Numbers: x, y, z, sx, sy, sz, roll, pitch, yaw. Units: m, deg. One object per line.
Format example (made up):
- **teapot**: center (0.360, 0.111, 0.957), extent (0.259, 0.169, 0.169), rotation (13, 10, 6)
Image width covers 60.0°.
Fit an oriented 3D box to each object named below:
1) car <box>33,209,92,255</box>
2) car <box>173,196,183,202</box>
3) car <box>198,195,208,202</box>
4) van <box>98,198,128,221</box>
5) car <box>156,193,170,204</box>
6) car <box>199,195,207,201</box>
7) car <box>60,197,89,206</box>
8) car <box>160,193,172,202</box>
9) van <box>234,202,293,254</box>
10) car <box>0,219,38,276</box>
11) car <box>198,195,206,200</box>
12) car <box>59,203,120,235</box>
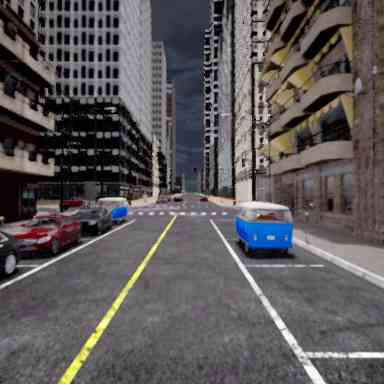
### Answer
- **car**: center (-5.643, 1.572, 13.189), extent (1.802, 1.307, 4.206), rotation (1, 0, 0)
- **car**: center (-2.996, 1.496, 72.326), extent (1.994, 1.385, 4.181), rotation (0, 0, 0)
- **car**: center (2.707, 1.524, 73.548), extent (1.802, 1.307, 4.206), rotation (1, 0, 0)
- **van**: center (-5.808, 1.323, 24.270), extent (1.690, 1.788, 3.998), rotation (1, 0, 0)
- **car**: center (-5.670, 1.392, 62.336), extent (1.967, 1.590, 4.097), rotation (1, 0, 0)
- **car**: center (2.710, 1.459, 84.874), extent (1.752, 1.417, 4.829), rotation (1, 0, 0)
- **car**: center (-16.488, 1.462, 46.917), extent (4.097, 1.590, 1.967), rotation (0, -1, 0)
- **car**: center (-5.667, 1.258, 73.487), extent (2.192, 1.841, 5.009), rotation (1, 0, 0)
- **van**: center (2.709, 1.331, 13.241), extent (1.690, 1.788, 3.998), rotation (1, 0, 0)
- **car**: center (-5.643, 1.546, 7.648), extent (2.008, 1.369, 4.403), rotation (1, 0, 0)
- **car**: center (2.709, 1.495, 90.281), extent (1.947, 1.339, 4.313), rotation (1, 0, 0)
- **car**: center (-5.643, 1.552, 18.729), extent (1.947, 1.339, 4.313), rotation (1, 0, 0)
